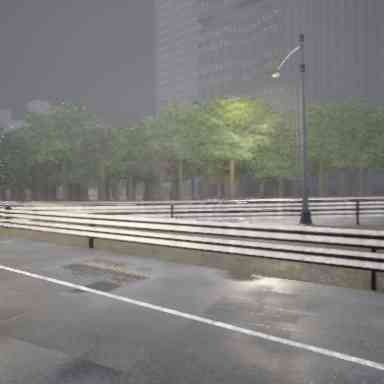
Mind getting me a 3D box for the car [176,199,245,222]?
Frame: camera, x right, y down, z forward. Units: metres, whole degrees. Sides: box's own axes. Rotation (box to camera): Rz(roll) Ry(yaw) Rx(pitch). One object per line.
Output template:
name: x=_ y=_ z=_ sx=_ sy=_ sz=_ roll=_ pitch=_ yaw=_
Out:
car: x=1.274 y=1.264 z=23.726 sx=4.902 sy=1.511 sz=2.128 roll=-1 pitch=0 yaw=4
